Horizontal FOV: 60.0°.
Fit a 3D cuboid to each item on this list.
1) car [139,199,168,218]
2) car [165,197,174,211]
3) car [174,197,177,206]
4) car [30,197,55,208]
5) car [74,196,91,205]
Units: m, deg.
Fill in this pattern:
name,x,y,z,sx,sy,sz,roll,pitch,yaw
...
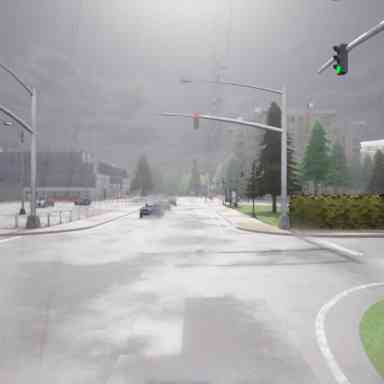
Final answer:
name,x,y,z,sx,sy,sz,roll,pitch,yaw
car,-3.581,1.601,30.276,1.895,1.301,4.718,0,0,0
car,-3.568,1.564,40.272,1.994,1.385,4.181,0,0,0
car,-3.492,1.477,53.596,1.882,1.535,5.008,0,0,0
car,-20.481,1.384,45.651,1.970,1.475,3.806,0,0,0
car,-17.424,1.374,53.040,1.845,1.501,3.633,0,0,0
